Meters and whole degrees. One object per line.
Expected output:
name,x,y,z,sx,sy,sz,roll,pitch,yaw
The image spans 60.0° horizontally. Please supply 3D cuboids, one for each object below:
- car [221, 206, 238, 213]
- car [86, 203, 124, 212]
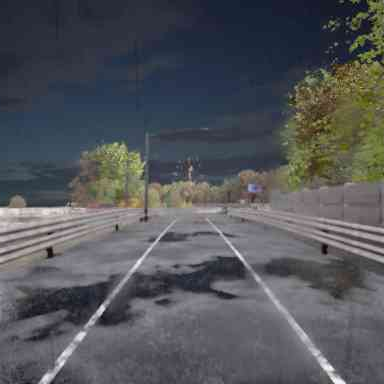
car,8.716,3.995,73.203,1.812,1.442,4.674,-1,-3,27
car,-11.667,2.472,45.403,2.150,2.045,5.566,-2,-3,44
